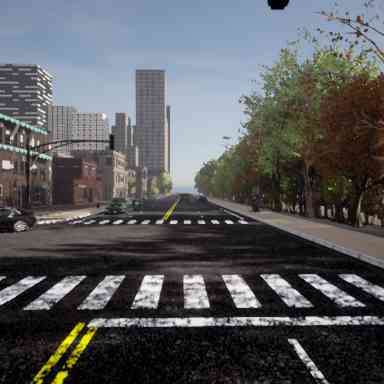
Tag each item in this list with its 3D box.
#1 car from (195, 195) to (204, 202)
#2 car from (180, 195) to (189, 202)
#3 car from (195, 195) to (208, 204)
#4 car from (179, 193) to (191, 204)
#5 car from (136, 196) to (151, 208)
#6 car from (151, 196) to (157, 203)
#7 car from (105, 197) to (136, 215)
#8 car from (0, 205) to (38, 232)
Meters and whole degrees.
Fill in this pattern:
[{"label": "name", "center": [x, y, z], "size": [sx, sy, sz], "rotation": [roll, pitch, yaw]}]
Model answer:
[{"label": "car", "center": [1.555, 1.452, 72.969], "size": [1.837, 1.490, 4.892], "rotation": [0, 0, -1]}, {"label": "car", "center": [-1.703, 1.429, 74.225], "size": [1.882, 1.535, 5.008], "rotation": [0, 0, -1]}, {"label": "car", "center": [1.891, 1.438, 62.863], "size": [1.882, 1.535, 5.008], "rotation": [0, 0, -1]}, {"label": "car", "center": [-1.376, 1.181, 63.642], "size": [2.150, 2.045, 5.566], "rotation": [0, 0, -1]}, {"label": "car", "center": [-7.725, 1.460, 48.655], "size": [2.128, 1.511, 4.902], "rotation": [0, 0, -1]}, {"label": "car", "center": [-8.053, 1.572, 66.731], "size": [2.033, 1.411, 5.357], "rotation": [0, 0, -1]}, {"label": "car", "center": [-7.385, 1.333, 33.906], "size": [2.097, 1.767, 4.553], "rotation": [0, 0, -1]}, {"label": "car", "center": [-11.197, 1.540, 18.324], "size": [4.892, 1.490, 1.837], "rotation": [-2, 4, -39]}]
